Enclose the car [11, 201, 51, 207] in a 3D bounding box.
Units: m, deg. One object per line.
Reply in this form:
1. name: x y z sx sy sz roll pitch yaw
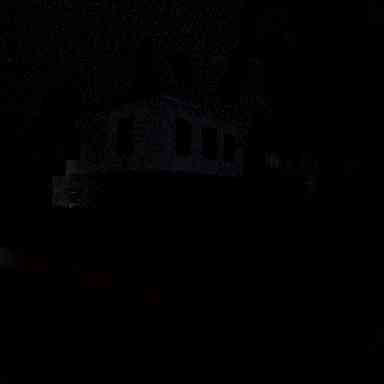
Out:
1. car: -14.698 1.528 29.171 2.033 1.411 5.357 0 0 29
